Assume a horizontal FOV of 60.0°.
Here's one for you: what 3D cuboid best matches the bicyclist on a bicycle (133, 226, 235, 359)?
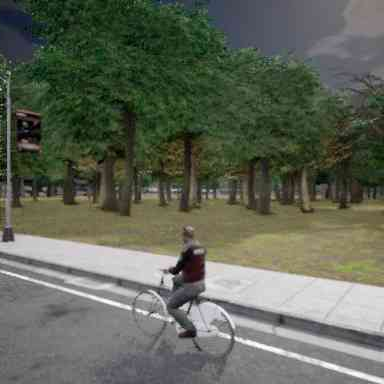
[{"bbox_3d":[-0.214,1.367,4.812,1.843,1.776,0.659,0,0,36],"label":"bicyclist on a bicycle"}]
